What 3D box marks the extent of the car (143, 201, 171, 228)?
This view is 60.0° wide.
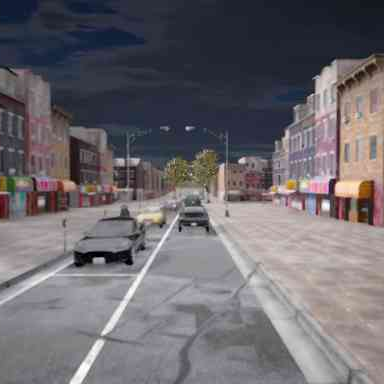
[{"bbox_3d":[-2.648,1.573,22.358,1.752,1.417,4.829,-1,0,0],"label":"car"}]

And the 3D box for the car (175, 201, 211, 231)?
[{"bbox_3d":[0.108,1.547,20.915,1.837,1.490,4.892,0,0,0],"label":"car"}]

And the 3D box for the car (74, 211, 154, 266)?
[{"bbox_3d":[-2.650,1.580,11.634,1.947,1.339,4.313,-1,0,0],"label":"car"}]

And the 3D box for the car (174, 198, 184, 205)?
[{"bbox_3d":[-2.633,1.932,66.107,1.802,1.307,4.206,-2,0,0],"label":"car"}]

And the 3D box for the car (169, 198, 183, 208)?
[{"bbox_3d":[-2.637,1.807,55.213,2.008,1.369,4.403,-2,0,0],"label":"car"}]

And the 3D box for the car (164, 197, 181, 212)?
[{"bbox_3d":[-2.646,1.575,38.871,1.967,1.590,4.097,-2,0,0],"label":"car"}]

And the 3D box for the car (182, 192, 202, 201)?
[{"bbox_3d":[0.114,1.385,42.949,2.150,2.045,5.566,0,0,0],"label":"car"}]

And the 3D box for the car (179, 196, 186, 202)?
[{"bbox_3d":[-2.628,2.056,92.884,1.967,1.590,4.097,-2,-1,0],"label":"car"}]
